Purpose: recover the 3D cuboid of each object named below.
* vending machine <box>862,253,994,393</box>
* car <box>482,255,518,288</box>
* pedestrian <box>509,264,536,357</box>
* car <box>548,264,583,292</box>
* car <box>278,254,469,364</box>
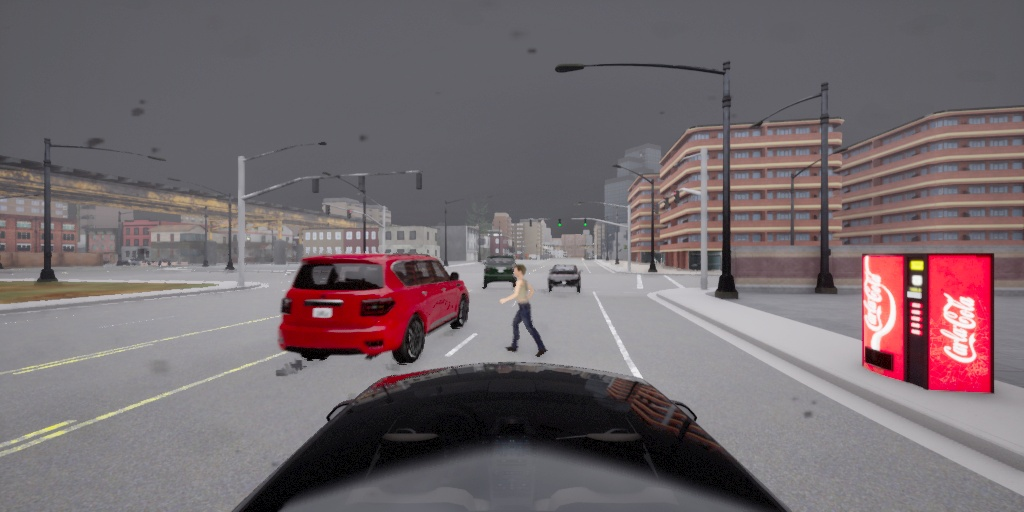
[{"bbox_3d":[6.175,0.945,5.417,1.100,2.100,0.880,0,0,9],"label":"vending machine"},{"bbox_3d":[-0.820,0.958,24.007,2.150,2.045,5.566,0,0,-3],"label":"car"},{"bbox_3d":[0.215,1.044,7.210,0.375,1.860,0.375,0,0,10],"label":"pedestrian"},{"bbox_3d":[3.216,1.233,21.546,2.128,1.511,4.902,0,0,11],"label":"car"},{"bbox_3d":[-2.629,0.973,8.316,2.150,2.045,5.566,0,0,8],"label":"car"}]
